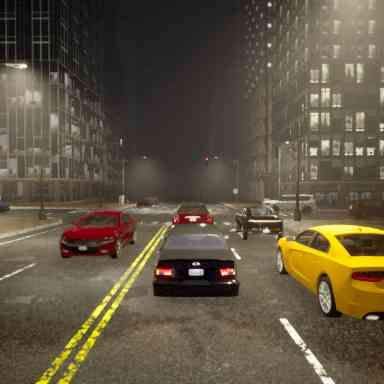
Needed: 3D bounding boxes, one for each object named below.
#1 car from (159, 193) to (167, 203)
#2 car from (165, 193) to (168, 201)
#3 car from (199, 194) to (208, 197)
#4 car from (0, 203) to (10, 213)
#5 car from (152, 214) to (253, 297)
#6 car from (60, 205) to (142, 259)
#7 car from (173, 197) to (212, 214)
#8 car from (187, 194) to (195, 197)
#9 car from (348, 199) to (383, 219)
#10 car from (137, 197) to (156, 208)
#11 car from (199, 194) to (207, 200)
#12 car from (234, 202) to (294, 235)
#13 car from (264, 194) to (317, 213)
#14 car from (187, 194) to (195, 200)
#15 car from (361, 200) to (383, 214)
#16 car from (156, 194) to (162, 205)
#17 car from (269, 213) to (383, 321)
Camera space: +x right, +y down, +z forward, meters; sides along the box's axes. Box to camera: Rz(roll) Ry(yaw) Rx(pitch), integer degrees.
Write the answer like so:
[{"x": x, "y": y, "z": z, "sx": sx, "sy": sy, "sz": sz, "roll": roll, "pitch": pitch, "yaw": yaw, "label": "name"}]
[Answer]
[{"x": -6.778, "y": 1.504, "z": 67.556, "sx": 1.994, "sy": 1.385, "sz": 4.181, "roll": 0, "pitch": 0, "yaw": 0, "label": "car"}, {"x": -6.801, "y": 1.150, "z": 78.305, "sx": 2.150, "sy": 2.045, "sz": 5.566, "roll": 0, "pitch": 0, "yaw": 0, "label": "car"}, {"x": 2.945, "y": 1.269, "z": 79.743, "sx": 2.097, "sy": 1.767, "sz": 4.553, "roll": 0, "pitch": 0, "yaw": 0, "label": "car"}, {"x": -20.035, "y": 1.316, "z": 31.696, "sx": 5.008, "sy": 1.535, "sz": 1.882, "roll": 1, "pitch": 1, "yaw": 1, "label": "car"}, {"x": 0.066, "y": 1.543, "z": 8.719, "sx": 2.033, "sy": 1.411, "sz": 5.357, "roll": 0, "pitch": 0, "yaw": 0, "label": "car"}, {"x": -3.343, "y": 1.470, "z": 12.733, "sx": 1.882, "sy": 1.535, "sz": 5.008, "roll": 0, "pitch": 0, "yaw": 1, "label": "car"}, {"x": 0.033, "y": 1.342, "z": 18.034, "sx": 2.097, "sy": 1.767, "sz": 4.553, "roll": 0, "pitch": 0, "yaw": 0, "label": "car"}, {"x": -0.306, "y": 1.466, "z": 79.761, "sx": 1.994, "sy": 1.385, "sz": 4.181, "roll": 0, "pitch": 0, "yaw": 0, "label": "car"}, {"x": 16.092, "y": 1.518, "z": 28.652, "sx": 5.009, "sy": 1.841, "sz": 2.192, "roll": 1, "pitch": 0, "yaw": 1, "label": "car"}, {"x": -6.785, "y": 1.565, "z": 48.378, "sx": 1.895, "sy": 1.301, "sz": 4.718, "roll": 0, "pitch": 0, "yaw": 0, "label": "car"}, {"x": 2.905, "y": 1.291, "z": 89.808, "sx": 1.994, "sy": 1.385, "sz": 4.181, "roll": 0, "pitch": 0, "yaw": 0, "label": "car"}, {"x": 3.277, "y": 1.482, "z": 16.864, "sx": 2.128, "sy": 1.511, "sz": 4.902, "roll": 0, "pitch": 0, "yaw": 1, "label": "car"}, {"x": 10.049, "y": 1.277, "z": 34.514, "sx": 5.566, "sy": 2.045, "sz": 2.150, "roll": 0, "pitch": 1, "yaw": 1, "label": "car"}, {"x": -0.345, "y": 1.291, "z": 89.797, "sx": 1.994, "sy": 1.385, "sz": 4.181, "roll": 0, "pitch": 0, "yaw": 0, "label": "car"}, {"x": 21.669, "y": 1.641, "z": 36.960, "sx": 4.829, "sy": 1.417, "sz": 1.752, "roll": 1, "pitch": 0, "yaw": 1, "label": "car"}, {"x": -6.795, "y": 1.554, "z": 57.551, "sx": 1.895, "sy": 1.301, "sz": 4.718, "roll": 0, "pitch": 0, "yaw": 0, "label": "car"}, {"x": 3.323, "y": 1.474, "z": 7.447, "sx": 1.882, "sy": 1.535, "sz": 5.008, "roll": 0, "pitch": 0, "yaw": 0, "label": "car"}]
